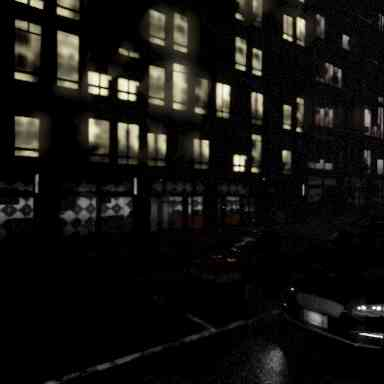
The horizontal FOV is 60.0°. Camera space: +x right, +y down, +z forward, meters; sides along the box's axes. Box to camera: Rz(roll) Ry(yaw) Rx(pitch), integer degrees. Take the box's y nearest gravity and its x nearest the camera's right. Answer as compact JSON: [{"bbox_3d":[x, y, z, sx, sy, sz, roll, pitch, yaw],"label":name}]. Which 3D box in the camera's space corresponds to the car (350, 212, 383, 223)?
[{"bbox_3d":[6.350,1.424,11.101,4.097,1.590,1.967,0,1,-36],"label":"car"}]

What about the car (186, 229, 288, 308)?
[{"bbox_3d":[1.841,1.576,7.873,4.206,1.307,1.802,0,1,-36],"label":"car"}]

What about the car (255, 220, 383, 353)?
[{"bbox_3d":[3.702,1.483,6.027,4.902,1.511,2.128,0,0,-35],"label":"car"}]
